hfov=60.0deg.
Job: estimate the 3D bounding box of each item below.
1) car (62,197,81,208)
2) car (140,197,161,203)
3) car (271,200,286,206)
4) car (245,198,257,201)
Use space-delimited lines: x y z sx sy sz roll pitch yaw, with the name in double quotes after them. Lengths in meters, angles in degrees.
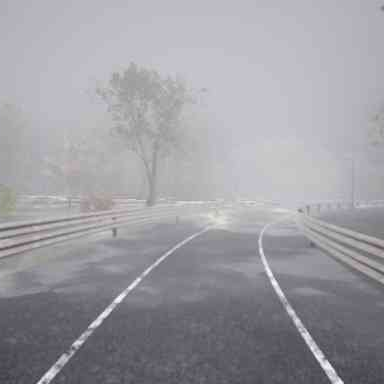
-14.985 1.377 45.027 4.902 1.511 2.128 2 0 -40 "car"
-7.301 1.640 60.718 4.674 1.442 1.812 2 0 -40 "car"
18.583 2.441 73.491 5.357 1.411 2.033 2 0 -40 "car"
14.060 2.292 78.832 4.902 1.511 2.128 2 0 -40 "car"
